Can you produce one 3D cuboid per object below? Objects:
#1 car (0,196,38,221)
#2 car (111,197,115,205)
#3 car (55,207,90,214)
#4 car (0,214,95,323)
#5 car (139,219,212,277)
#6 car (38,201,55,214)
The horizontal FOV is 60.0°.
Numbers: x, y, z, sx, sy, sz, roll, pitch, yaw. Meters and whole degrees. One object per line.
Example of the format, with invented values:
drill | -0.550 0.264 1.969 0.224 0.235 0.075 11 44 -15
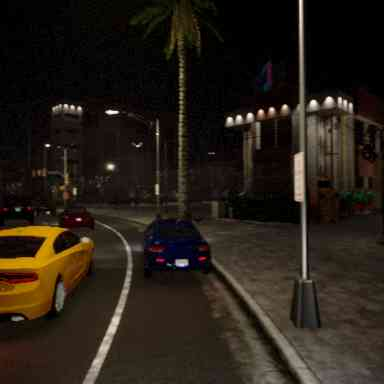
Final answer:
car | -13.399 1.352 25.302 2.150 2.045 5.566 0 0 -31
car | -12.435 1.446 56.878 4.553 1.767 2.185 0 0 44
car | -7.674 1.653 21.841 1.994 1.385 4.181 0 0 -25
car | -3.495 1.514 7.438 1.882 1.535 5.008 0 0 -6
car | -0.635 1.550 10.305 1.812 1.442 4.674 0 0 -10
car | -14.983 1.662 32.798 1.837 1.490 4.892 0 0 -41
